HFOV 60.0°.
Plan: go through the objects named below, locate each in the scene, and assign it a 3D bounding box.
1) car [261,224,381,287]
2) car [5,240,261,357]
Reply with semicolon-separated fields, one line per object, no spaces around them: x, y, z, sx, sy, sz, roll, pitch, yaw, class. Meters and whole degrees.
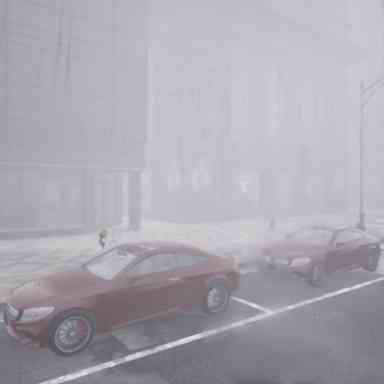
3.645;1.576;9.245;4.206;1.307;1.802;0;0;-35;car
-0.943;1.580;5.972;4.206;1.307;1.802;0;0;-35;car
